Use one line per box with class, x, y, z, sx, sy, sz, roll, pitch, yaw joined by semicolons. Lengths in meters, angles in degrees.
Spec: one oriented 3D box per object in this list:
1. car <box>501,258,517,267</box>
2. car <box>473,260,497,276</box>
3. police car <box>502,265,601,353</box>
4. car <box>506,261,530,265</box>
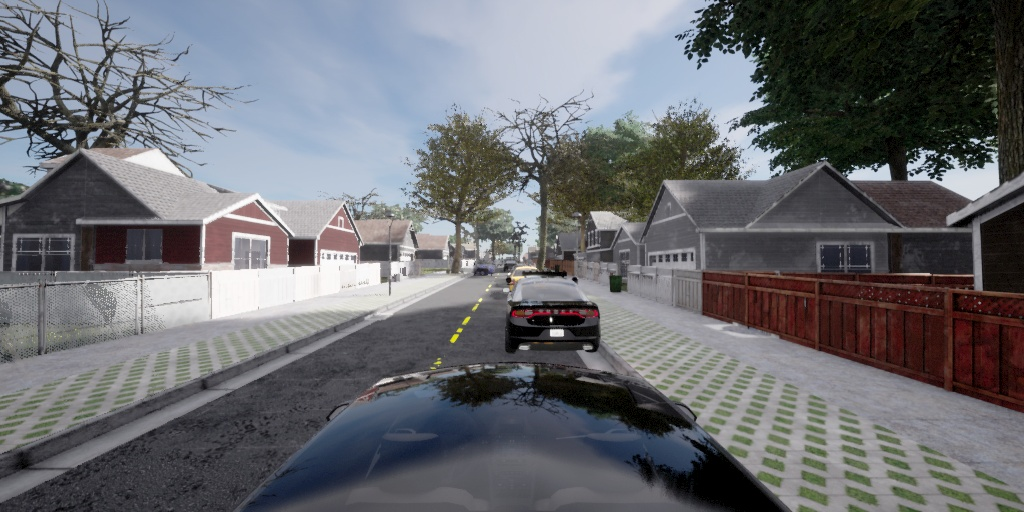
car;-0.172;1.345;49.573;1.882;1.535;5.008;0;0;0
car;-3.018;1.173;38.859;2.097;1.767;4.553;0;0;0
police car;0.795;1.181;9.025;1.930;1.638;5.238;0;0;0
car;0.747;1.221;19.111;1.801;1.575;5.366;0;0;0
